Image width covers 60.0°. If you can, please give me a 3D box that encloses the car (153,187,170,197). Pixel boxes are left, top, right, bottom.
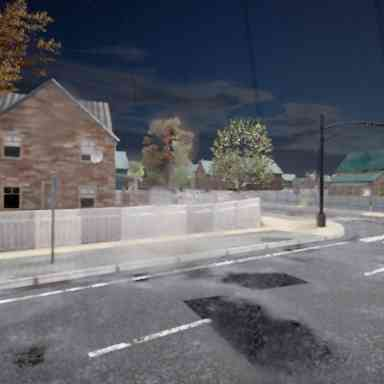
[{"bbox_3d":[-5.816,0.057,62.098,2.150,2.045,5.566,1,1,-21],"label":"car"}]
